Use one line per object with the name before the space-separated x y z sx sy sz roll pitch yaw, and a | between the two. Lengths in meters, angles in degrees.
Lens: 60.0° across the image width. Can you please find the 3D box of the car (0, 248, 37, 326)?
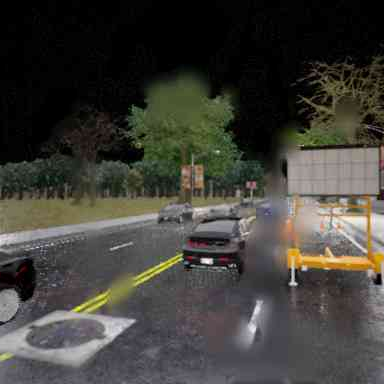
car | -4.512 1.514 4.623 1.882 1.535 5.008 0 0 18

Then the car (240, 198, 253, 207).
car | 9.974 1.894 61.104 1.882 1.535 5.008 0 0 18

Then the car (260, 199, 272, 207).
car | 14.139 2.030 63.361 1.895 1.301 4.718 0 0 18

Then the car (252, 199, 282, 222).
car | 6.618 1.646 28.391 1.882 1.535 5.008 0 0 18

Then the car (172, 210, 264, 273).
car | 1.127 1.569 11.018 1.837 1.490 4.892 0 0 18

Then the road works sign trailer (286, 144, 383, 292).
road works sign trailer | 3.873 0.513 9.265 2.380 3.560 2.880 0 0 17

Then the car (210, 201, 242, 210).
car | 2.583 1.691 27.070 1.812 1.442 4.674 0 -1 18

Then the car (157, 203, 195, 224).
car | -1.162 1.669 26.006 1.837 1.490 4.892 0 0 18
